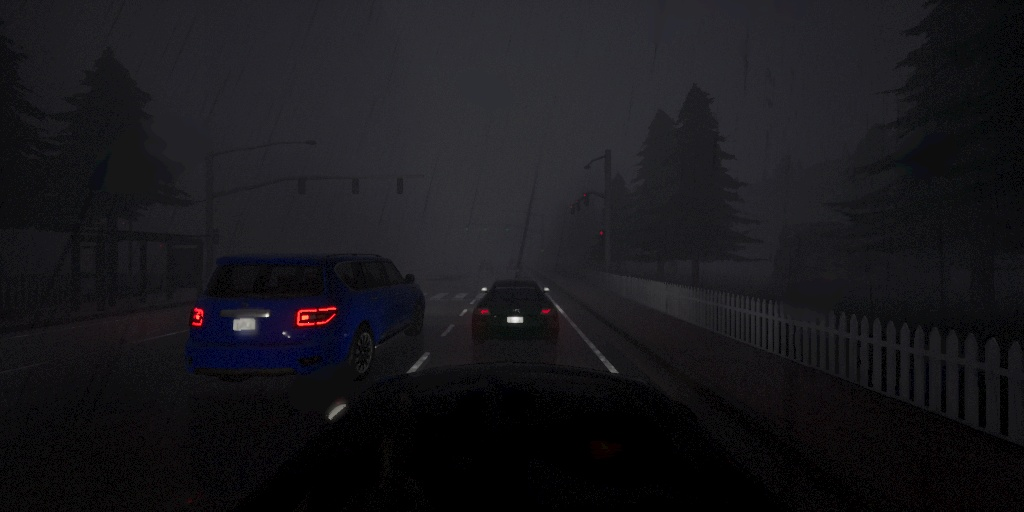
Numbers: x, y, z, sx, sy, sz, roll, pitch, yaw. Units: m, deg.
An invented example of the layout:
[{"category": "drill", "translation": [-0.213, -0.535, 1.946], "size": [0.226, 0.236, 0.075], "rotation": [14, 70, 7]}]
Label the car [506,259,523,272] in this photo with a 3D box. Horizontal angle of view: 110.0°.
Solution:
[{"category": "car", "translation": [0.281, 1.102, 45.664], "size": [2.097, 1.767, 4.553], "rotation": [0, 0, 0]}]

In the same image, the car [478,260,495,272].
[{"category": "car", "translation": [-3.222, 1.242, 45.571], "size": [2.128, 1.511, 4.902], "rotation": [0, 0, 1]}]

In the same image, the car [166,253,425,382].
[{"category": "car", "translation": [-3.404, 0.972, 7.277], "size": [2.150, 2.045, 5.566], "rotation": [0, 0, 0]}]

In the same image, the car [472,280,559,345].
[{"category": "car", "translation": [0.089, 1.314, 9.559], "size": [1.994, 1.385, 4.181], "rotation": [0, 0, 1]}]
